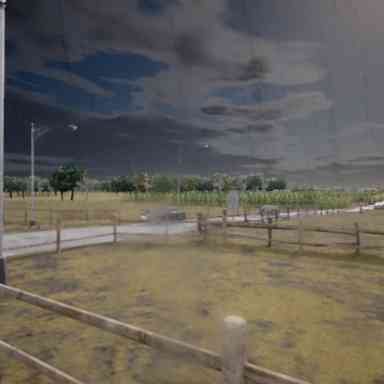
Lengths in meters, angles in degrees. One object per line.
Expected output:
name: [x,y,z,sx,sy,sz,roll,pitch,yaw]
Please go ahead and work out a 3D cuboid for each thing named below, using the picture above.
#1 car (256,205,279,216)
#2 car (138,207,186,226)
car: [10.764,2.592,47.061,1.837,1.490,4.892,1,-1,36]
car: [-2.472,2.006,28.306,2.128,1.511,4.902,1,-1,35]
